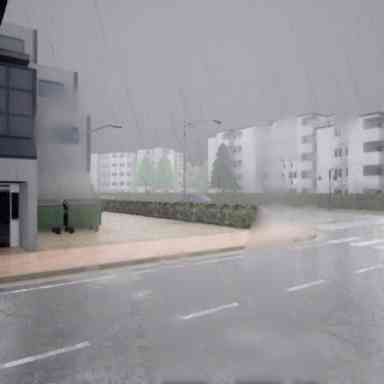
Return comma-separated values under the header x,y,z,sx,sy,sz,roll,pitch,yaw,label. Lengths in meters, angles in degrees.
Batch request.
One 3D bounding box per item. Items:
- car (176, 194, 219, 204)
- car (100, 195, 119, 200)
x,y,z,sx,sy,sz,roll,pitch,yaw,label
0.461,1.209,33.302,2.150,2.045,5.566,0,0,-35,car
-12.584,1.340,51.207,2.097,1.767,4.553,0,0,-39,car
